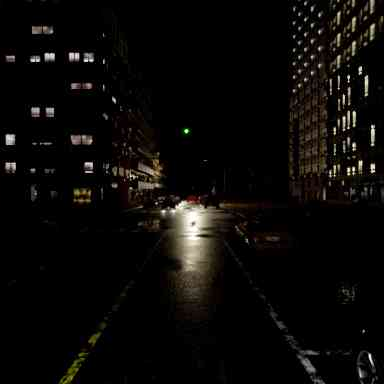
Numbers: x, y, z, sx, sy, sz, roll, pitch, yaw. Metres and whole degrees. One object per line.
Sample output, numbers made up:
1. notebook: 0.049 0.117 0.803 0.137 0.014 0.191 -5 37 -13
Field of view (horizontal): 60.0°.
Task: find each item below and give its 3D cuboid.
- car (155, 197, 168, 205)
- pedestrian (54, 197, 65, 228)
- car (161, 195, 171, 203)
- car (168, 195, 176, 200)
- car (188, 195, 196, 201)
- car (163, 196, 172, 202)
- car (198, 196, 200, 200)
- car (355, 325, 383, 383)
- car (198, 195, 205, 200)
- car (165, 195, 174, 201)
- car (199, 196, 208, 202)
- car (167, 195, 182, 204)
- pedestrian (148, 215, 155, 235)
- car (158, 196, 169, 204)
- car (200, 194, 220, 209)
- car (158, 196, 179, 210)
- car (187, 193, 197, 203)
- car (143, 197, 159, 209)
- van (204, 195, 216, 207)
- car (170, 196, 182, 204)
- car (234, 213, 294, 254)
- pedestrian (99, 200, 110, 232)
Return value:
1. car: -5.688 1.598 62.216 2.008 1.369 4.403 0 0 0
2. pedestrian: -7.661 1.141 19.103 0.375 1.860 0.375 0 0 0
3. car: -5.687 1.509 73.270 1.967 1.590 4.097 0 0 0
4. car: -5.684 1.640 95.206 1.752 1.417 4.829 0 0 0
5. car: 0.009 1.545 84.829 2.033 1.411 5.357 0 0 0
6. car: -5.686 1.661 78.796 1.802 1.307 4.206 0 0 0
7. car: 2.692 1.373 67.741 2.192 1.841 5.009 0 0 0
8. car: 2.686 1.566 1.957 1.947 1.339 4.313 0 0 0
9. car: 2.696 1.641 95.545 1.752 1.417 4.829 0 0 0
10. car: -5.686 1.530 84.323 1.967 1.590 4.097 0 0 0
11. car: 2.694 1.624 78.795 1.887 1.381 4.507 0 0 0
12. car: -3.083 1.583 54.759 2.033 1.411 5.357 0 0 0
13. pedestrian: -2.146 1.678 17.596 0.500 1.100 0.500 0 0 0
14. car: -5.687 1.602 67.742 1.887 1.381 4.507 0 0 0
15. car: 2.690 1.339 45.636 2.192 1.841 5.009 0 0 0
16. car: -3.118 1.570 44.544 2.033 1.411 5.357 0 0 -4
17. car: 0.007 1.296 74.442 2.150 2.045 5.566 0 0 0
18. car: -5.689 1.575 45.636 2.008 1.369 4.403 0 0 0
19. van: 2.690 1.372 51.162 1.690 1.788 3.998 0 0 0
20. car: -3.039 1.544 64.865 2.128 1.511 4.902 0 0 0
21. car: 2.688 1.527 13.393 1.752 1.417 4.829 0 0 0
22. pedestrian: -4.968 1.304 18.590 0.375 1.860 0.375 0 0 0
